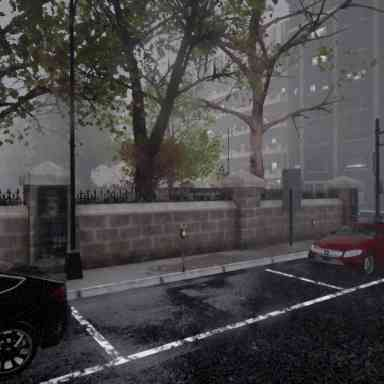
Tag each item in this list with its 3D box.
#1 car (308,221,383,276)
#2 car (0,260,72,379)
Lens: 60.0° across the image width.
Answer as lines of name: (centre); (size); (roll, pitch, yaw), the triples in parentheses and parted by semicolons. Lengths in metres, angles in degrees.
car: (5.384, 1.581, 10.286); (4.206, 1.307, 1.802); (0, 0, -35)
car: (-3.696, 1.566, 3.955); (4.313, 1.339, 1.947); (0, 0, -35)
